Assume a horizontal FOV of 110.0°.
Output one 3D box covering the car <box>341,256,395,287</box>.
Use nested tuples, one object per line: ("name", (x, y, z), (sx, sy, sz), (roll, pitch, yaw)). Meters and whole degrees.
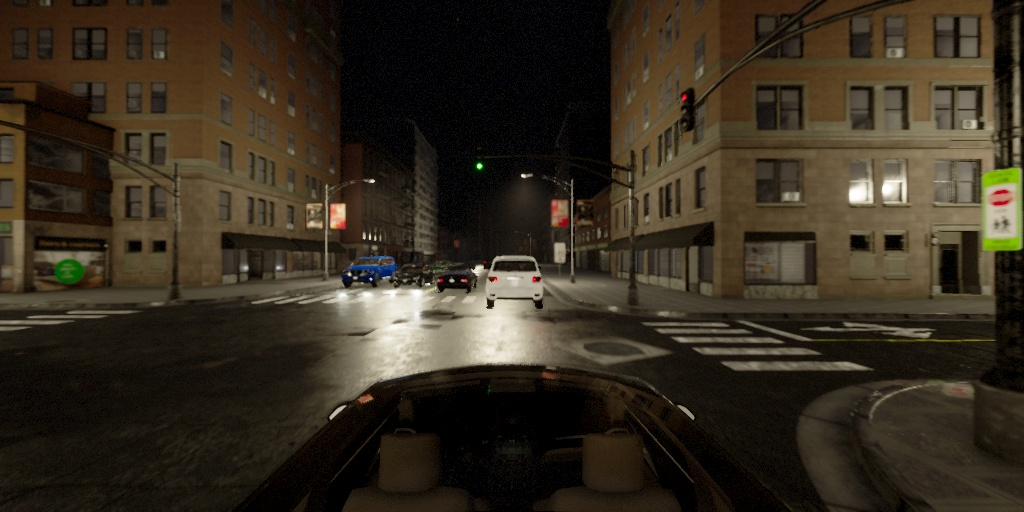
("car", (-9.835, 1.039, 25.291), (2.150, 2.045, 5.566), (0, 0, 0))

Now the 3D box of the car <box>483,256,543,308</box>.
("car", (0.102, 1.013, 15.540), (2.150, 2.045, 5.566), (0, 0, 0))

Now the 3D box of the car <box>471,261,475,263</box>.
("car", (-6.493, 1.440, 54.381), (2.033, 1.411, 5.357), (0, 0, 0))

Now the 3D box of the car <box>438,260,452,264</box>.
("car", (-6.564, 1.191, 33.510), (2.097, 1.767, 4.553), (0, 0, 0))

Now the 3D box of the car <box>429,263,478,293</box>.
("car", (-3.152, 1.353, 21.344), (2.033, 1.411, 5.357), (0, 0, 0))

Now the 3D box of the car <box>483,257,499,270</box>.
("car", (-3.231, 1.116, 55.525), (2.150, 2.045, 5.566), (0, 0, 0))

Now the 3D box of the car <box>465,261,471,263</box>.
("car", (-6.495, 1.466, 43.782), (1.895, 1.301, 4.718), (0, 0, 0))

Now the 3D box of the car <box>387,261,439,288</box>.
("car", (-6.588, 1.320, 24.515), (1.837, 1.490, 4.892), (0, 0, 0))
